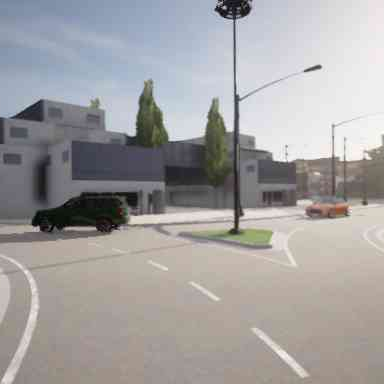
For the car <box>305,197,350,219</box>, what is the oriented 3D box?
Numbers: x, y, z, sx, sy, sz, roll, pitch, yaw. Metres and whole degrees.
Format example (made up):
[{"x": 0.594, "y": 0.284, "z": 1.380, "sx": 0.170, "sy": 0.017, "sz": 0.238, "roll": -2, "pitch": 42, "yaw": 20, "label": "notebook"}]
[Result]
[{"x": 11.600, "y": 1.261, "z": 28.455, "sx": 4.553, "sy": 1.767, "sz": 2.097, "roll": 0, "pitch": 0, "yaw": -42, "label": "car"}]

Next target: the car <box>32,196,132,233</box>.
[{"x": -6.383, "y": 1.288, "z": 19.628, "sx": 5.566, "sy": 2.045, "sz": 2.150, "roll": -1, "pitch": 1, "yaw": 2, "label": "car"}]
